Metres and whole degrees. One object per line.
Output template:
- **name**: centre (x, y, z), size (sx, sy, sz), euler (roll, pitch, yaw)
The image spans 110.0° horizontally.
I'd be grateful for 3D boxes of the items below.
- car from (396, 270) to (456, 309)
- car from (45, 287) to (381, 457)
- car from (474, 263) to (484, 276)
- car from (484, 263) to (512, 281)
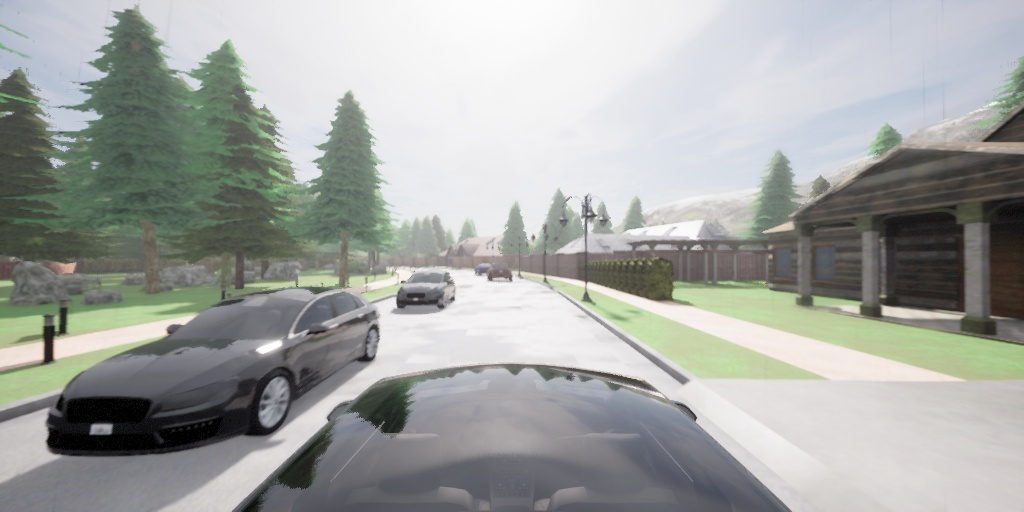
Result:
- **car**: centre (-3.644, 1.391, 15.892), size (1.837, 1.490, 4.892), euler (0, 0, -1)
- **car**: centre (-3.606, 1.292, 5.578), size (1.837, 1.490, 4.892), euler (0, -1, 0)
- **car**: centre (-3.555, 1.651, 45.374), size (1.882, 1.535, 5.008), euler (0, 0, -15)
- **car**: centre (-1.288, 1.420, 34.547), size (2.097, 1.767, 4.553), euler (0, -1, -8)
